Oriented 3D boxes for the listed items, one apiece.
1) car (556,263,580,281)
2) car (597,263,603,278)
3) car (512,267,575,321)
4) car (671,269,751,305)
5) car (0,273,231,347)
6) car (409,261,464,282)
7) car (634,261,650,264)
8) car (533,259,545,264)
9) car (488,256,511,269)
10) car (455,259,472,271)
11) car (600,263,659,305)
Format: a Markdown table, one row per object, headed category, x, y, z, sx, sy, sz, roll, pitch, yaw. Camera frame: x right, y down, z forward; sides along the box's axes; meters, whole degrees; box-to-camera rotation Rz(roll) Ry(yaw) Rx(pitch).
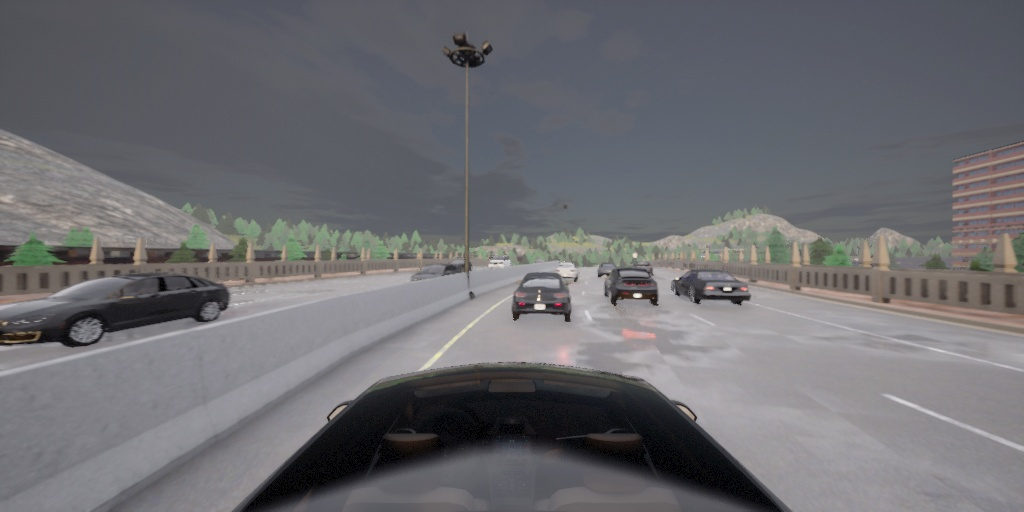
| category | x | y | z | sx | sy | sz | roll | pitch | yaw |
| --- | --- | --- | --- | --- | --- | --- | --- | --- | --- |
| car | 4.549 | 1.272 | 29.798 | 1.812 | 1.442 | 4.674 | 0 | 0 | 13 |
| car | 9.068 | 1.317 | 33.882 | 1.994 | 1.385 | 4.181 | 0 | 0 | 13 |
| car | 1.087 | 1.273 | 12.435 | 1.812 | 1.442 | 4.674 | 0 | 0 | 7 |
| car | 8.711 | 1.308 | 16.171 | 2.033 | 1.411 | 5.357 | 0 | 0 | 11 |
| car | -10.009 | 1.232 | 9.363 | 1.837 | 1.490 | 4.892 | 0 | 0 | 6 |
| car | -4.562 | 1.237 | 22.057 | 1.837 | 1.490 | 4.892 | 0 | 0 | 12 |
| car | 13.453 | 1.251 | 37.380 | 2.128 | 1.511 | 4.902 | 0 | 0 | 13 |
| car | 4.923 | 1.279 | 63.387 | 1.812 | 1.442 | 4.674 | 0 | 0 | 13 |
| car | -1.654 | 0.947 | 50.624 | 2.150 | 2.045 | 5.566 | 0 | 0 | 13 |
| car | -6.516 | 1.195 | 45.087 | 1.882 | 1.535 | 5.008 | 0 | 0 | 13 |
| car | 5.203 | 1.258 | 16.058 | 1.837 | 1.490 | 4.892 | 0 | 0 | 10 |
